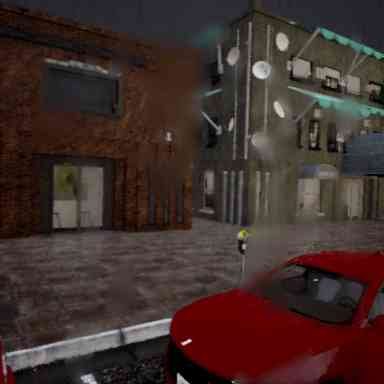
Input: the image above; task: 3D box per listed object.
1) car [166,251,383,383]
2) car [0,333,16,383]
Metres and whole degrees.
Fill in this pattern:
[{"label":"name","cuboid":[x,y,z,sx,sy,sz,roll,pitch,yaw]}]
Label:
[{"label":"car","cuboid":[1.844,1.471,4.094,4.507,1.381,1.887,1,1,-32]},{"label":"car","cuboid":[-2.857,1.285,1.151,4.097,1.590,1.967,1,1,-32]}]
